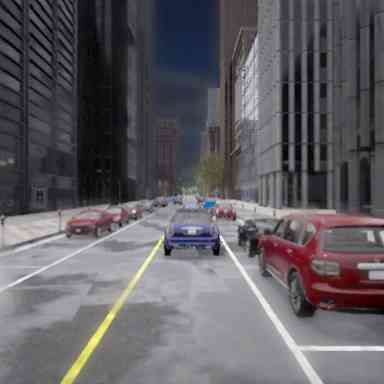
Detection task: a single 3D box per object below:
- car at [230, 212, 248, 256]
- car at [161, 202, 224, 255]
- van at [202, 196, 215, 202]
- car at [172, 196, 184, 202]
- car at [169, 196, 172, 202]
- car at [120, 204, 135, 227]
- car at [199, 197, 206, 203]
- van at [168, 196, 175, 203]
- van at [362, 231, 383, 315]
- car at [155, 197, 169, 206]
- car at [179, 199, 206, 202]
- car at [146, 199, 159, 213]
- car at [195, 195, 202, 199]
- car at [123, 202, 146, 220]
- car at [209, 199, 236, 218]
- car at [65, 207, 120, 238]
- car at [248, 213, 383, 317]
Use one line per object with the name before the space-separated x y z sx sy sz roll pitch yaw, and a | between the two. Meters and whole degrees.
car | 2.856 1.676 13.146 1.947 1.339 4.313 0 0 0
car | 0.001 1.468 14.065 2.097 1.767 4.553 0 -1 0
van | 2.853 1.756 52.626 1.690 1.788 3.998 0 0 0
car | -3.009 2.068 70.991 2.033 1.411 5.357 0 0 0
car | -5.674 1.802 63.927 2.192 1.841 5.009 0 0 0
car | -5.671 1.783 24.449 1.802 1.307 4.206 0 0 0
car | 2.847 2.102 92.104 1.967 1.590 4.097 0 0 0
van | -5.678 2.003 92.119 1.690 1.788 3.998 0 0 0
van | 2.858 1.359 1.867 1.690 1.788 3.998 0 0 0
car | -5.674 1.767 58.287 2.192 1.841 5.009 0 0 0
car | 0.001 1.719 29.458 1.882 1.535 5.008 0 0 0
car | -5.673 1.885 41.366 2.008 1.369 4.403 0 0 0
car | 2.377 1.930 79.377 2.097 1.767 4.553 0 0 0
car | -5.671 1.687 30.089 1.967 1.590 4.097 0 0 0
car | 2.854 1.686 30.065 1.967 1.590 4.097 0 0 0
car | -5.670 1.701 18.810 1.887 1.381 4.507 0 0 0
car | 2.857 1.380 7.508 2.192 1.841 5.009 0 0 0
